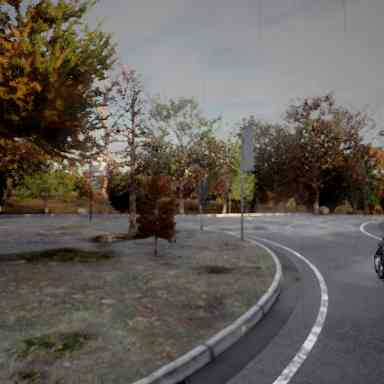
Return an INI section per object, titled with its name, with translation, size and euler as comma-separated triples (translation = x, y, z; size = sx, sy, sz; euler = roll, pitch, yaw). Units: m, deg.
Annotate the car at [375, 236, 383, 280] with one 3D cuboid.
[car]
translation = 5.281, 1.378, 6.930
size = 2.097, 1.767, 4.553
euler = 0, 0, 22
